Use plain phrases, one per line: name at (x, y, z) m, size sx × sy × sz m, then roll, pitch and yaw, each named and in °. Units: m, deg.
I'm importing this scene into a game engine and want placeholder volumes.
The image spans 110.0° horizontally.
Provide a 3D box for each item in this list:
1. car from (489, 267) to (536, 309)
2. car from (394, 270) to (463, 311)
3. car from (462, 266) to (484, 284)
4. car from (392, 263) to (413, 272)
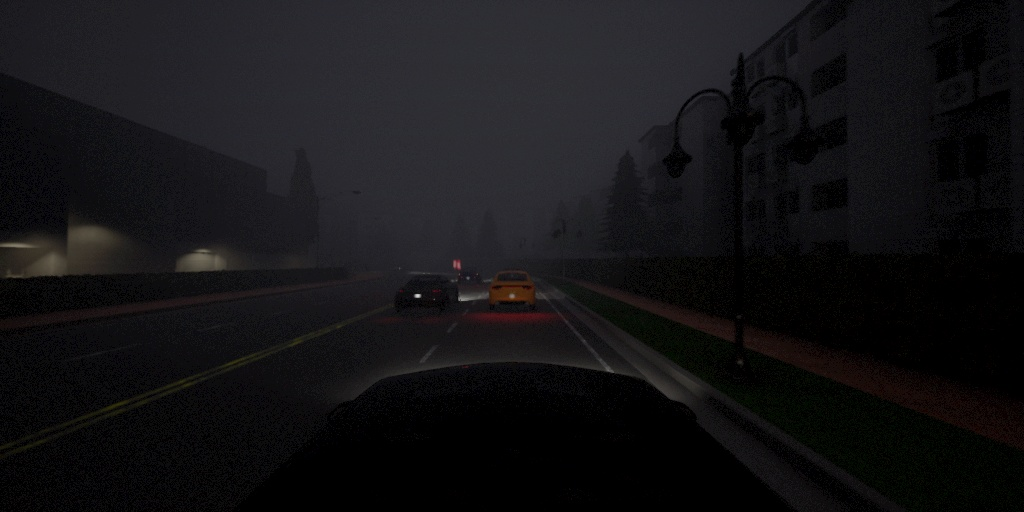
car at (0.025, 1.389, 16.062) m, size 1.882 × 1.535 × 5.008 m, roll 0°, pitch 0°, yaw 0°
car at (-3.480, 1.467, 15.278) m, size 1.994 × 1.385 × 4.181 m, roll 0°, pitch -1°, yaw 0°
car at (-3.565, 1.601, 30.718) m, size 1.812 × 1.442 × 4.674 m, roll 0°, pitch 0°, yaw -2°
car at (-18.242, 1.892, 59.706) m, size 2.128 × 1.511 × 4.902 m, roll 1°, pitch -1°, yaw -42°
